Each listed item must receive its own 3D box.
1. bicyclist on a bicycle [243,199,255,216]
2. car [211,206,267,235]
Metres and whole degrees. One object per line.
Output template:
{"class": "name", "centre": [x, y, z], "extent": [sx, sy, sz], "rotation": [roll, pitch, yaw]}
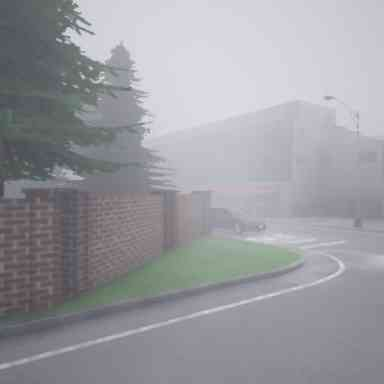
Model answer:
{"class": "bicyclist on a bicycle", "centre": [5.072, 1.477, 30.004], "extent": [1.656, 1.620, 0.582], "rotation": [0, 0, -35]}
{"class": "car", "centre": [2.474, 1.680, 20.587], "extent": [1.837, 1.490, 4.892], "rotation": [0, 0, -35]}
